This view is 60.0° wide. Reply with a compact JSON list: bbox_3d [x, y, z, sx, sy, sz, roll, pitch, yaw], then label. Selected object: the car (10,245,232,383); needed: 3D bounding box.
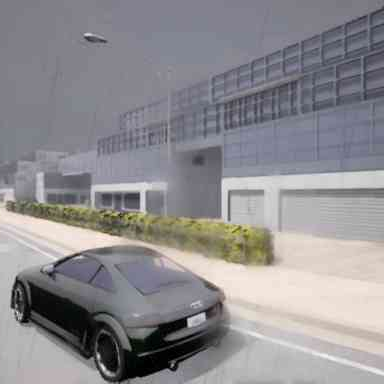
[{"bbox_3d":[-1.403,1.607,5.611,4.181,1.385,1.994,0,-1,43],"label":"car"}]
